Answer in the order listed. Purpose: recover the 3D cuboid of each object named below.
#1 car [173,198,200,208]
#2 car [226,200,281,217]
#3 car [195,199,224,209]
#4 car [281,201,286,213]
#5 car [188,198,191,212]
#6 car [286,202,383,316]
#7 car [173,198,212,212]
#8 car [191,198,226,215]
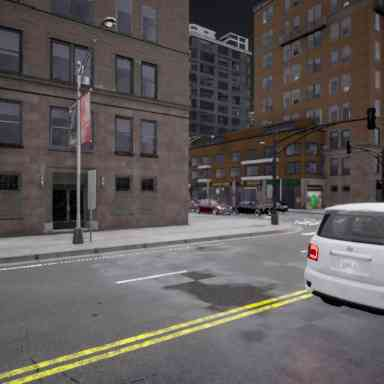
[{"bbox_3d":[-0.872,1.579,50.466,1.947,1.339,4.313,0,0,-35],"label":"car"},{"bbox_3d":[5.716,1.595,31.651,1.895,1.301,4.718,0,0,-35],"label":"car"},{"bbox_3d":[2.310,1.594,45.968,1.802,1.307,4.206,0,0,-35],"label":"car"},{"bbox_3d":[8.676,1.580,36.969,1.947,1.339,4.313,0,0,-35],"label":"car"},{"bbox_3d":[-1.058,1.422,36.834,1.967,1.590,4.097,0,0,-35],"label":"car"},{"bbox_3d":[4.639,1.223,6.757,5.566,2.045,2.150,0,0,-36],"label":"car"},{"bbox_3d":[-0.022,1.482,39.764,2.128,1.511,4.902,0,0,-35],"label":"car"},{"bbox_3d":[2.125,1.423,32.335,1.967,1.590,4.097,0,0,-35],"label":"car"}]
